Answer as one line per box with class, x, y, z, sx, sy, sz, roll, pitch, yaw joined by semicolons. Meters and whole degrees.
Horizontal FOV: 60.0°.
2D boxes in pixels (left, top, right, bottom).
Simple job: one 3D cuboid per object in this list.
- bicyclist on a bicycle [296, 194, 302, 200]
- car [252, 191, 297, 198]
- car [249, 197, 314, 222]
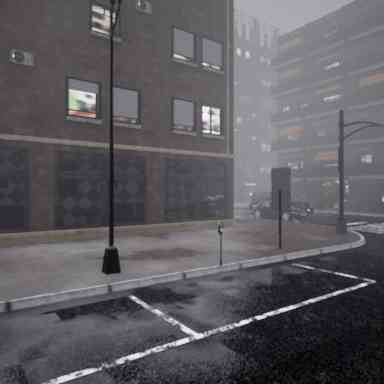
bicyclist on a bicycle;11.521;1.001;36.196;1.656;1.620;0.582;0;1;-36
car;7.170;0.981;27.322;2.150;2.045;5.566;0;1;-36
car;6.261;1.335;24.181;2.008;1.369;4.403;1;0;-36
